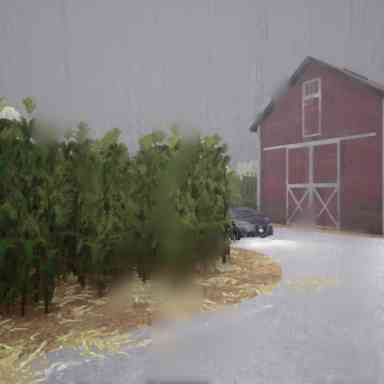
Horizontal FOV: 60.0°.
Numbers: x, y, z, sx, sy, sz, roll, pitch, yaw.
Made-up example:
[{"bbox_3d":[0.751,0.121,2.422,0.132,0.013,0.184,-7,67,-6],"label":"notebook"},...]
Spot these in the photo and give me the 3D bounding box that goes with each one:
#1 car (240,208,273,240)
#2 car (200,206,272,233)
[{"bbox_3d":[1.991,1.564,16.690,1.994,1.385,4.181,0,0,-35],"label":"car"},{"bbox_3d":[2.559,1.598,20.565,1.895,1.301,4.718,0,0,-30],"label":"car"}]
